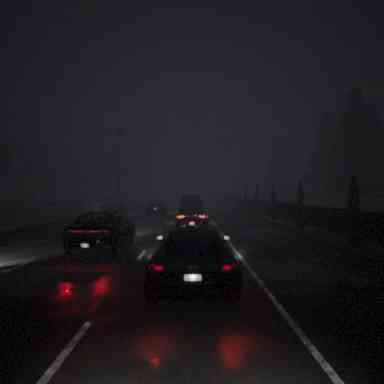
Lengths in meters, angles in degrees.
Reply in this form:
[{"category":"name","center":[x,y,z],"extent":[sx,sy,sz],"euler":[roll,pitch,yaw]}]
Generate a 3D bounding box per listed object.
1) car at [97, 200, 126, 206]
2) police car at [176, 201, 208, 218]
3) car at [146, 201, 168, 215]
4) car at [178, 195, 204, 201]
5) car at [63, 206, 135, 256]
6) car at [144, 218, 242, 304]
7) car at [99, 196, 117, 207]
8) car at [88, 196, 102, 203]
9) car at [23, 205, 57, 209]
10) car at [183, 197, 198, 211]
[{"category":"car","center":[-7.070,1.568,30.139],"extent":[1.812,1.442,4.674],"euler":[0,0,0]},{"category":"police car","center":[-0.017,1.533,20.407],"extent":[2.038,1.542,4.974],"euler":[0,0,0]},{"category":"car","center":[-3.595,1.613,34.349],"extent":[1.994,1.385,4.181],"euler":[0,0,0]},{"category":"car","center":[-0.076,1.266,30.758],"extent":[2.150,2.045,5.566],"euler":[0,0,0]},{"category":"car","center":[-3.476,1.510,13.175],"extent":[2.128,1.511,4.902],"euler":[0,0,0]},{"category":"car","center":[0.029,1.575,8.232],"extent":[1.994,1.385,4.181],"euler":[0,0,0]},{"category":"car","center":[-14.347,1.577,57.121],"extent":[1.837,1.490,4.892],"euler":[0,2,0]},{"category":"car","center":[-21.426,1.657,73.845],"extent":[1.994,1.385,4.181],"euler":[0,0,0]},{"category":"car","center":[-14.279,1.592,31.431],"extent":[2.033,1.411,5.357],"euler":[0,0,0]},{"category":"car","center":[-0.142,1.516,42.410],"extent":[1.801,1.575,5.366],"euler":[0,0,0]}]
